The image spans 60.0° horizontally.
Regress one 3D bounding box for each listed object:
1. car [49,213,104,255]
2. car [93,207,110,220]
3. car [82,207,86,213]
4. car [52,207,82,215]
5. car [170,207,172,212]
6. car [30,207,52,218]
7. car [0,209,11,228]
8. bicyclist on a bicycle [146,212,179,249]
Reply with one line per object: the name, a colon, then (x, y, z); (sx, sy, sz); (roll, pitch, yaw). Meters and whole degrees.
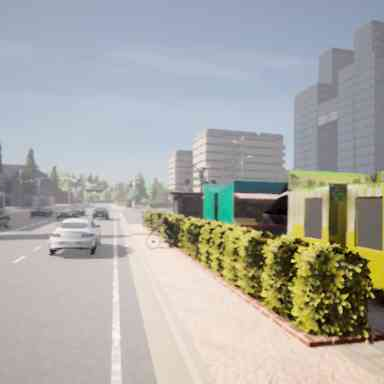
car: (-5.202, 1.905, 15.110); (1.812, 1.442, 4.674); (2, -2, -13)
car: (-11.088, 2.585, 40.494); (1.812, 1.442, 4.674); (2, -2, -13)
car: (-16.522, 2.784, 48.237); (1.895, 1.301, 4.718); (2, -2, -12)
car: (-13.983, 2.495, 37.424); (1.895, 1.301, 4.718); (2, -2, -12)
car: (-1.915, 3.180, 63.836); (4.605, 1.855, 1.932); (2, -2, -15)
car: (-18.435, 2.523, 40.911); (1.895, 1.301, 4.718); (2, -2, -13)
car: (-14.595, 1.946, 23.949); (1.837, 1.490, 4.892); (2, -1, -13)
bicyclist on a bicycle: (-1.289, 1.727, 14.954); (1.656, 1.620, 0.582); (-4, -1, -13)
